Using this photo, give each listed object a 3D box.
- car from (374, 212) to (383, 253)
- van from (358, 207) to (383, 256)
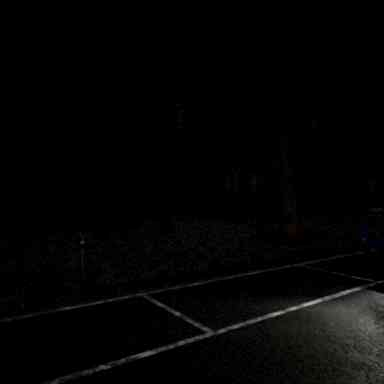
[{"bbox_3d":[6.757,1.430,8.206,4.553,1.767,2.097,1,0,-35],"label":"car"},{"bbox_3d":[7.818,1.448,12.350,3.998,1.788,1.690,1,0,-36],"label":"van"}]
